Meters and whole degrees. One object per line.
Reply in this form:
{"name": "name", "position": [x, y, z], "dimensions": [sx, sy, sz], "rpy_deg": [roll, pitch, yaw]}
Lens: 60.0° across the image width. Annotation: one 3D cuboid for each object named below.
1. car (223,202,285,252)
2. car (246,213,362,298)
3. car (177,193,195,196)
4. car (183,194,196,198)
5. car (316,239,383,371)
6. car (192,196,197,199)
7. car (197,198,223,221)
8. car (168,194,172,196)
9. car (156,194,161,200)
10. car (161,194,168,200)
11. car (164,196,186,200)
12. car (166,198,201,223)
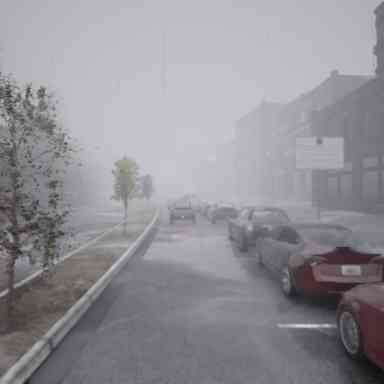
{"name": "car", "position": [2.800, 1.366, 14.091], "dimensions": [2.185, 1.767, 4.553], "rpy_deg": [0, 0, -2]}
{"name": "car", "position": [2.965, 1.518, 8.593], "dimensions": [2.163, 1.488, 4.792], "rpy_deg": [0, 0, -1]}
{"name": "car", "position": [-0.441, 1.201, 52.944], "dimensions": [2.435, 2.045, 5.566], "rpy_deg": [0, 0, -8]}
{"name": "car", "position": [0.271, 1.466, 47.582], "dimensions": [1.946, 1.575, 5.366], "rpy_deg": [0, 0, -6]}
{"name": "car", "position": [3.038, 1.524, 2.990], "dimensions": [2.002, 1.452, 4.674], "rpy_deg": [0, 0, 0]}
{"name": "car", "position": [1.441, 1.488, 36.324], "dimensions": [2.097, 1.535, 5.008], "rpy_deg": [0, 0, -4]}
{"name": "car", "position": [1.876, 1.491, 30.773], "dimensions": [2.097, 1.535, 5.008], "rpy_deg": [0, 0, -4]}
{"name": "car", "position": [-3.266, 1.364, 69.578], "dimensions": [1.946, 1.575, 5.366], "rpy_deg": [0, 0, -11]}
{"name": "car", "position": [-7.358, 1.286, 87.166], "dimensions": [2.163, 1.488, 4.792], "rpy_deg": [0, 0, -14]}
{"name": "car", "position": [-5.639, 1.298, 80.337], "dimensions": [1.946, 1.575, 5.366], "rpy_deg": [0, 0, -13]}
{"name": "car", "position": [-2.225, 1.556, 42.828], "dimensions": [1.994, 1.385, 4.181], "rpy_deg": [0, 0, -6]}
{"name": "car", "position": [-0.768, 1.501, 25.448], "dimensions": [2.128, 1.511, 4.902], "rpy_deg": [0, 0, -3]}
